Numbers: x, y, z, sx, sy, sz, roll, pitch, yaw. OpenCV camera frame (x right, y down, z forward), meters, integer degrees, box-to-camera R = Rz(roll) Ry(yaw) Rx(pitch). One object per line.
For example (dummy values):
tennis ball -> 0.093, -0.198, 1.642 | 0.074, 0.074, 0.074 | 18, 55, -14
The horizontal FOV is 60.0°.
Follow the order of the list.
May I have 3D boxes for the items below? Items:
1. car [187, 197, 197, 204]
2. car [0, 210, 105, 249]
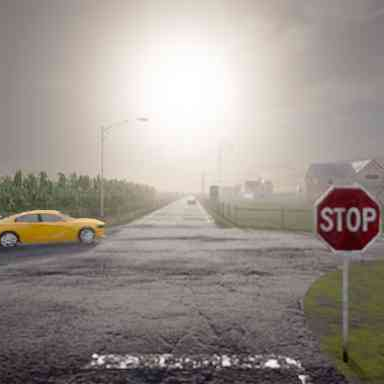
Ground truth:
car -> -0.034, 1.901, 71.200 | 2.128, 1.511, 4.902 | 0, 0, 0
car -> -6.545, 1.575, 15.129 | 5.008, 1.535, 1.882 | -1, 0, -21
